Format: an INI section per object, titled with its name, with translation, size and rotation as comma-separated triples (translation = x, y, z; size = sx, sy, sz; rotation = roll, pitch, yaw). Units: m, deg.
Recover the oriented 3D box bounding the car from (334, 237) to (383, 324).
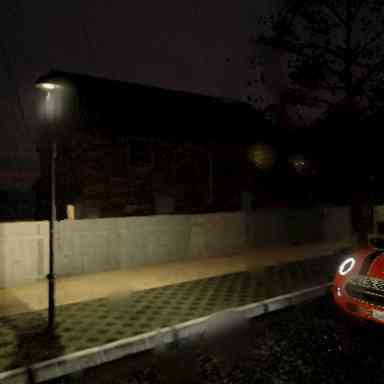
[car]
translation = 4.806, 1.355, 6.501
size = 4.553, 1.767, 2.097
rotation = 0, 0, -36
